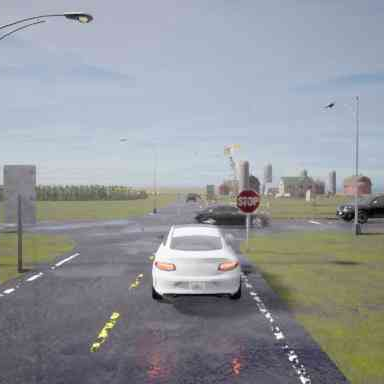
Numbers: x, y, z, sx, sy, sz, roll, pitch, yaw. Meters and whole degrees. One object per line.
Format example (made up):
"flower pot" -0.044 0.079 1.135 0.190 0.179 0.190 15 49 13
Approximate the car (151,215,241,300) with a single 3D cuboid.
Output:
"car" 0.084 1.524 8.277 1.812 1.442 4.674 0 0 0

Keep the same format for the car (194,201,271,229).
"car" 2.514 1.512 21.178 4.892 1.490 1.837 0 1 -1

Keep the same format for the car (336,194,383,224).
"car" 13.614 1.192 24.419 5.566 2.045 2.150 0 1 -2

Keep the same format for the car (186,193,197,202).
"car" -0.153 1.228 77.010 2.150 2.045 5.566 0 0 0
